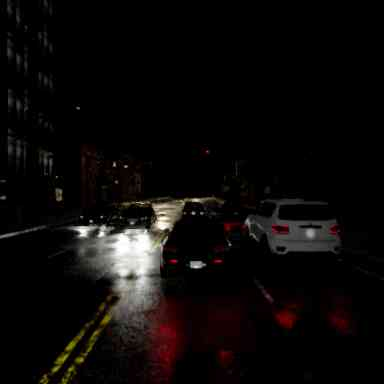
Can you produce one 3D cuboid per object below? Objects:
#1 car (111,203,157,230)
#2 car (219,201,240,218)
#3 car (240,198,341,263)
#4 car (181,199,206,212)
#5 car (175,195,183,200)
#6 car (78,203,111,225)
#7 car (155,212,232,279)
[{"bbox_3d":[-3.341,1.476,21.075,2.128,1.511,4.902,0,0,0],"label":"car"},{"bbox_3d":[3.345,1.455,27.430,1.882,1.535,5.008,0,0,1],"label":"car"},{"bbox_3d":[3.348,1.214,12.088,2.150,2.045,5.566,0,0,0],"label":"car"},{"bbox_3d":[0.096,1.526,25.688,2.033,1.411,5.357,0,0,0],"label":"car"},{"bbox_3d":[-3.387,1.487,86.943,1.994,1.385,4.181,0,0,0],"label":"car"},{"bbox_3d":[-6.581,1.528,24.400,2.033,1.411,5.357,0,0,0],"label":"car"},{"bbox_3d":[0.098,1.519,9.908,1.812,1.442,4.674,0,-1,0],"label":"car"}]
